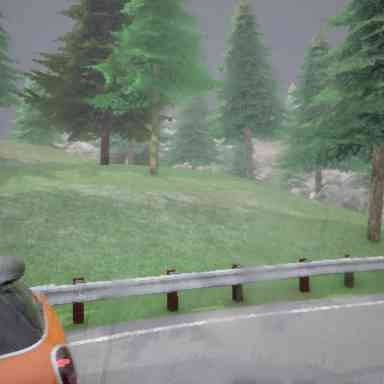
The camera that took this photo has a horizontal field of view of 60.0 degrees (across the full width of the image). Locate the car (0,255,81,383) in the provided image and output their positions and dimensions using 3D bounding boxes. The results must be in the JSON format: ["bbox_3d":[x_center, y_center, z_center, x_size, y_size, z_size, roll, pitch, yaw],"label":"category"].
[{"bbox_3d":[-3.069,1.353,2.031,4.553,1.767,2.097,0,0,-30],"label":"car"}]

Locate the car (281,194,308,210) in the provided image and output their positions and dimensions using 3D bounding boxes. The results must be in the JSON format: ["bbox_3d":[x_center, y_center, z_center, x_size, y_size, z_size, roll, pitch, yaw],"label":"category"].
[{"bbox_3d":[13.087,1.231,43.316,2.150,2.045,5.566,0,0,-23],"label":"car"}]
